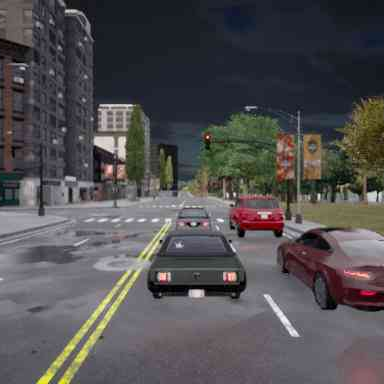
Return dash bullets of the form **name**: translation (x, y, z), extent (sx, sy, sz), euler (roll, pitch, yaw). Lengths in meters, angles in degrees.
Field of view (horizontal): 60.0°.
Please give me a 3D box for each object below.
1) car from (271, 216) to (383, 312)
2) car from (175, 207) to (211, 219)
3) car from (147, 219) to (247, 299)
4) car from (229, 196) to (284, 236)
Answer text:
- **car**: translation (3.341, 1.521, 7.585), extent (1.812, 1.442, 4.674), euler (0, 0, 0)
- **car**: translation (0.072, 1.536, 17.983), extent (2.033, 1.411, 5.357), euler (0, 0, 0)
- **car**: translation (0.087, 1.596, 8.390), extent (1.895, 1.301, 4.718), euler (0, 0, 0)
- **car**: translation (3.321, 1.211, 17.942), extent (2.150, 2.045, 5.566), euler (0, 0, 0)
